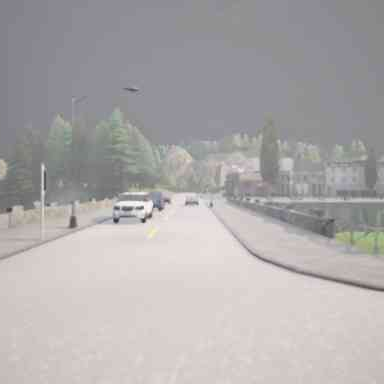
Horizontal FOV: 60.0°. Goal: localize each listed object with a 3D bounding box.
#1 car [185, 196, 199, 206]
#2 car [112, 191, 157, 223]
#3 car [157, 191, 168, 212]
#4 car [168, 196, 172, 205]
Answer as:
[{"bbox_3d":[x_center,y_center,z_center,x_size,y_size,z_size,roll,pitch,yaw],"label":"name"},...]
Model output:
[{"bbox_3d":[0.018,1.202,47.002,1.895,1.301,4.718,0,1,0],"label":"car"},{"bbox_3d":[-4.090,1.018,23.821,2.150,2.045,5.566,0,0,0],"label":"car"},{"bbox_3d":[-4.083,0.925,34.841,2.150,2.045,5.566,0,0,0],"label":"car"},{"bbox_3d":[-4.049,1.181,49.404,1.895,1.301,4.718,0,0,1],"label":"car"}]
